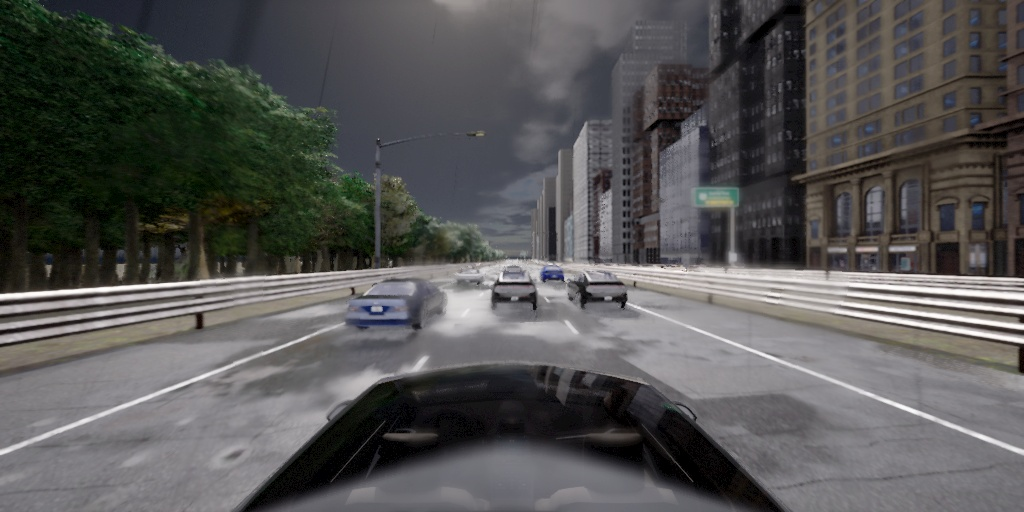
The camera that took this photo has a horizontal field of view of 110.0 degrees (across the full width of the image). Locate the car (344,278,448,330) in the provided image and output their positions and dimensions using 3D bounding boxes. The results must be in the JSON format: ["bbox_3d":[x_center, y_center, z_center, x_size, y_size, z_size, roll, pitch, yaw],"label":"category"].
[{"bbox_3d":[-3.404,1.414,11.547,2.033,1.411,5.357,0,-1,0],"label":"car"}]

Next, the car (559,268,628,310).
[{"bbox_3d":[3.600,1.409,15.826,2.128,1.511,4.902,0,-1,0],"label":"car"}]

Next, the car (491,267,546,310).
[{"bbox_3d":[0.101,1.409,15.795,2.128,1.511,4.902,0,-1,0],"label":"car"}]

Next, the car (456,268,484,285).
[{"bbox_3d":[-3.396,1.687,29.822,1.895,1.301,4.718,0,-1,0],"label":"car"}]

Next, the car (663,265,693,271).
[{"bbox_3d":[23.239,1.987,50.890,1.801,1.575,5.366,0,0,-16],"label":"car"}]

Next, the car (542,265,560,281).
[{"bbox_3d":[3.605,1.602,32.977,1.882,1.535,5.008,0,-1,0],"label":"car"}]
